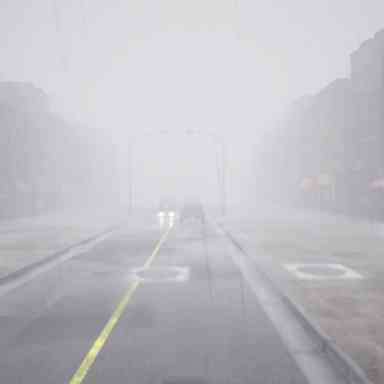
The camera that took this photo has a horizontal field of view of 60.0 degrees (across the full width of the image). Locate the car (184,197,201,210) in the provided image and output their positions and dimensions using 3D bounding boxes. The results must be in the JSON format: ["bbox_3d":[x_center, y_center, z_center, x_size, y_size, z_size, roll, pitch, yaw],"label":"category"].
[{"bbox_3d":[0.089,1.436,43.053,2.033,1.411,5.357,0,1,0],"label":"car"}]

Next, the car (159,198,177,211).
[{"bbox_3d":[-2.761,1.409,38.681,2.128,1.511,4.902,0,0,0],"label":"car"}]

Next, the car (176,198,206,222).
[{"bbox_3d":[0.035,1.459,25.391,1.837,1.490,4.892,0,0,1],"label":"car"}]
